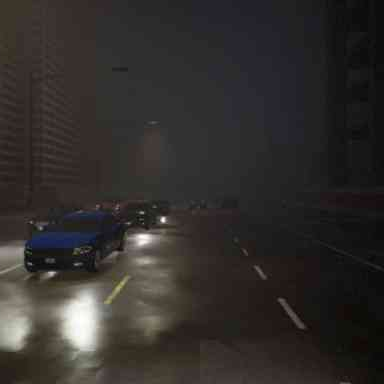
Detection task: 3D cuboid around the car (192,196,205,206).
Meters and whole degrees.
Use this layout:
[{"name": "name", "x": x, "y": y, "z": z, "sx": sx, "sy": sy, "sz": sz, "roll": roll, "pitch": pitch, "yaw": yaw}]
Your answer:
[{"name": "car", "x": 0.951, "y": 1.262, "z": 48.974, "sx": 1.895, "sy": 1.301, "sz": 4.718, "roll": 0, "pitch": 0, "yaw": 1}]

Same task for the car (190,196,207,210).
[{"name": "car", "x": 0.727, "y": 1.334, "z": 38.464, "sx": 1.895, "sy": 1.301, "sz": 4.718, "roll": 0, "pitch": 0, "yaw": 1}]

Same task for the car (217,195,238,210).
[{"name": "car", "x": 4.231, "y": 1.211, "z": 38.574, "sx": 1.882, "sy": 1.535, "sz": 5.008, "roll": 0, "pitch": 0, "yaw": 1}]

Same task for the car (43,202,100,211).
[{"name": "car", "x": -6.795, "y": 1.367, "z": 17.573, "sx": 2.128, "sy": 1.511, "sz": 4.902, "roll": 0, "pitch": 0, "yaw": 1}]

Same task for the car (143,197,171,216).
[{"name": "car", "x": -2.941, "y": 1.335, "z": 30.503, "sx": 2.033, "sy": 1.411, "sz": 5.357, "roll": 0, "pitch": 0, "yaw": 1}]

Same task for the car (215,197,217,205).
[{"name": "car", "x": 4.447, "y": 1.140, "z": 48.800, "sx": 1.882, "sy": 1.535, "sz": 5.008, "roll": 0, "pitch": 1, "yaw": 1}]

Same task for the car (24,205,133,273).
[{"name": "car", "x": -3.440, "y": 1.402, "z": 10.683, "sx": 1.882, "sy": 1.535, "sz": 5.008, "roll": 0, "pitch": 0, "yaw": 1}]

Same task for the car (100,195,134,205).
[{"name": "car", "x": -6.514, "y": 1.158, "z": 27.630, "sx": 2.097, "sy": 1.767, "sz": 4.553, "roll": 0, "pitch": 0, "yaw": 2}]

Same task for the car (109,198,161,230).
[{"name": "car", "x": -3.235, "y": 1.365, "z": 19.909, "sx": 1.837, "sy": 1.490, "sz": 4.892, "roll": 0, "pitch": 0, "yaw": 1}]

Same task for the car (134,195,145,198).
[{"name": "car", "x": -6.290, "y": 1.089, "z": 37.718, "sx": 2.097, "sy": 1.767, "sz": 4.553, "roll": 0, "pitch": 0, "yaw": 1}]
